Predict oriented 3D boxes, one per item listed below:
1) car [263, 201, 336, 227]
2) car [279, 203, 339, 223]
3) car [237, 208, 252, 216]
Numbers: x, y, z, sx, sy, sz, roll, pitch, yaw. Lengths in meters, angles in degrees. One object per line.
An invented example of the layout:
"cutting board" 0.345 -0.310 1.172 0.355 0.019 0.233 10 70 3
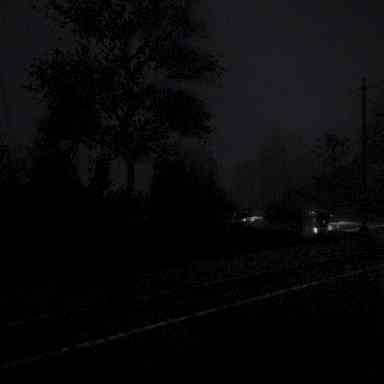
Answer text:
"car" 7.309 1.425 23.648 2.097 1.767 4.553 0 -1 -38
"car" 9.323 1.649 26.772 1.994 1.385 4.181 0 -1 -39
"car" 3.928 1.768 33.222 1.994 1.385 4.181 0 -1 -41
